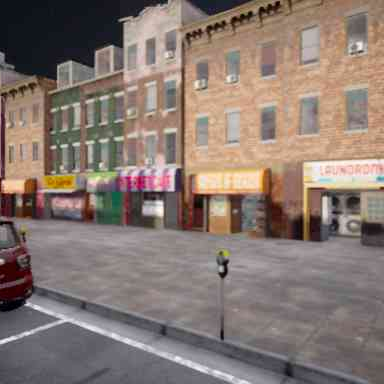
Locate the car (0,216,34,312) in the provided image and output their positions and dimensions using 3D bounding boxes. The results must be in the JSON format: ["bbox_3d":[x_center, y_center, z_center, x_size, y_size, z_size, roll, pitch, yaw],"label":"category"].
[{"bbox_3d":[-5.081,1.326,6.433,5.009,1.841,2.192,0,0,36],"label":"car"}]
